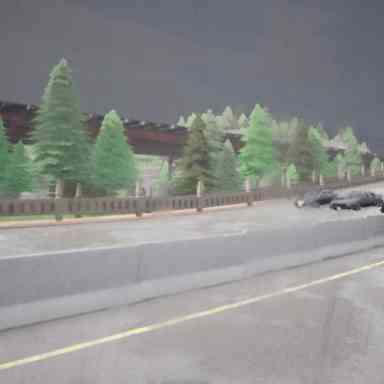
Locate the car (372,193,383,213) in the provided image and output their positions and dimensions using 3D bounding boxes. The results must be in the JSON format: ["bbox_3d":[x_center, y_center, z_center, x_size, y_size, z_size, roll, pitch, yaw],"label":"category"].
[{"bbox_3d":[15.043,0.587,23.396,4.892,1.490,1.837,-6,4,-35],"label":"car"}]

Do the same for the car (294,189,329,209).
[{"bbox_3d":[10.981,0.570,29.097,4.902,1.511,2.128,-6,3,-35],"label":"car"}]

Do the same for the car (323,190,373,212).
[{"bbox_3d":[13.053,0.623,26.277,5.357,1.411,2.033,-6,3,-35],"label":"car"}]
